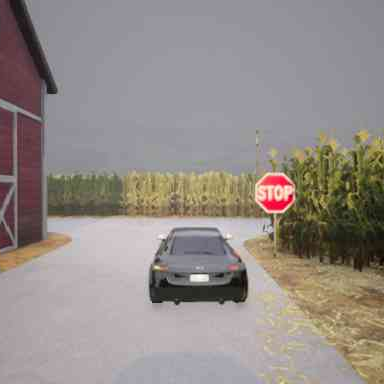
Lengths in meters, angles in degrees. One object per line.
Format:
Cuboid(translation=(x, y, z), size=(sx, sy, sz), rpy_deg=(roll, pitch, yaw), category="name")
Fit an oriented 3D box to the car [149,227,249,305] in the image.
Cuboid(translation=(0.088, 1.534, 8.103), size=(1.994, 1.385, 4.181), rpy_deg=(0, 0, -1), category="car")
